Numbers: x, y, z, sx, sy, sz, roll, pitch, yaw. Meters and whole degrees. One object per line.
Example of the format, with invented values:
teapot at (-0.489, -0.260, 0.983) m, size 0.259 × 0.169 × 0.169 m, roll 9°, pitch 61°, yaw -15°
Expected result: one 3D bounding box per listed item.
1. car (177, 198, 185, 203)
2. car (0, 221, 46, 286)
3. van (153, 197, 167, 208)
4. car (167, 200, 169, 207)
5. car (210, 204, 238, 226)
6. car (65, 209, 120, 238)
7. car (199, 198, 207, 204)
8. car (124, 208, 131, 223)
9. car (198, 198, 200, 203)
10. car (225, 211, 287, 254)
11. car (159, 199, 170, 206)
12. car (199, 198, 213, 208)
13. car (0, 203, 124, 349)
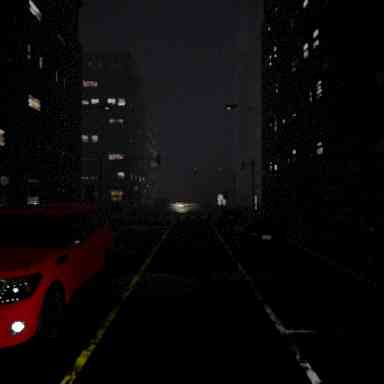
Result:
car at (-3.002, 2.339, 90.797) m, size 1.812 × 1.442 × 4.674 m, roll 0°, pitch -1°, yaw 0°
car at (-5.684, 1.624, 8.531) m, size 1.887 × 1.381 × 4.507 m, roll 0°, pitch -1°, yaw 0°
van at (-5.684, 1.886, 57.495) m, size 1.690 × 1.788 × 3.998 m, roll 0°, pitch -1°, yaw 0°
car at (-5.684, 1.914, 63.023) m, size 2.192 × 1.841 × 5.009 m, roll 0°, pitch -1°, yaw 0°
car at (2.697, 1.799, 25.088) m, size 1.947 × 1.339 × 4.313 m, roll 0°, pitch -1°, yaw 0°
car at (-5.684, 1.747, 19.577) m, size 1.947 × 1.339 × 4.313 m, roll 0°, pitch -1°, yaw 0°
car at (2.695, 2.261, 85.130) m, size 1.967 × 1.590 × 4.097 m, roll 0°, pitch -1°, yaw 0°
car at (-5.684, 1.814, 25.100) m, size 1.802 × 1.307 × 4.206 m, roll 0°, pitch -1°, yaw 0°
car at (2.696, 2.094, 68.549) m, size 1.967 × 1.590 × 4.097 m, roll 0°, pitch -1°, yaw 0°
car at (2.697, 1.696, 14.042) m, size 1.947 × 1.339 × 4.313 m, roll 0°, pitch -1°, yaw 0°
car at (-5.685, 2.198, 68.549) m, size 1.887 × 1.381 × 4.507 m, roll 0°, pitch -1°, yaw 0°
car at (2.696, 2.127, 57.492) m, size 1.802 × 1.307 × 4.206 m, roll 0°, pitch -1°, yaw 0°
car at (-3.101, 1.284, 6.718) m, size 2.150 × 2.045 × 5.566 m, roll 0°, pitch -1°, yaw 0°
